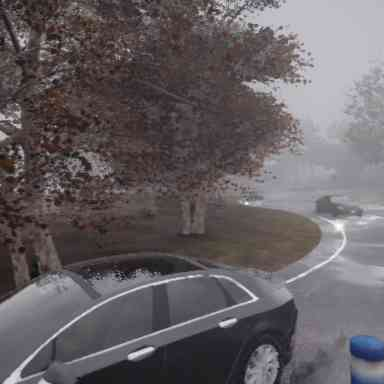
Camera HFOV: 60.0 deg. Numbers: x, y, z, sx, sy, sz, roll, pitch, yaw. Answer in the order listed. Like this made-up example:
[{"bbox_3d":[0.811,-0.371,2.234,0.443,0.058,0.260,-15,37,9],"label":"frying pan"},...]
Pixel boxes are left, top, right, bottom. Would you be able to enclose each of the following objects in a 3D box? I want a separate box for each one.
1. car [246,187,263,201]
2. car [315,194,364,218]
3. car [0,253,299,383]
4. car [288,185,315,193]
[{"bbox_3d":[8.229,0.194,43.891,2.097,1.767,4.553,-2,2,13],"label":"car"},{"bbox_3d":[10.223,0.914,23.481,1.812,1.442,4.674,-3,2,0],"label":"car"},{"bbox_3d":[-0.896,1.513,3.428,4.892,1.490,1.837,0,0,-37],"label":"car"},{"bbox_3d":[19.366,-0.613,59.022,4.718,1.301,1.895,-4,2,-25],"label":"car"}]
